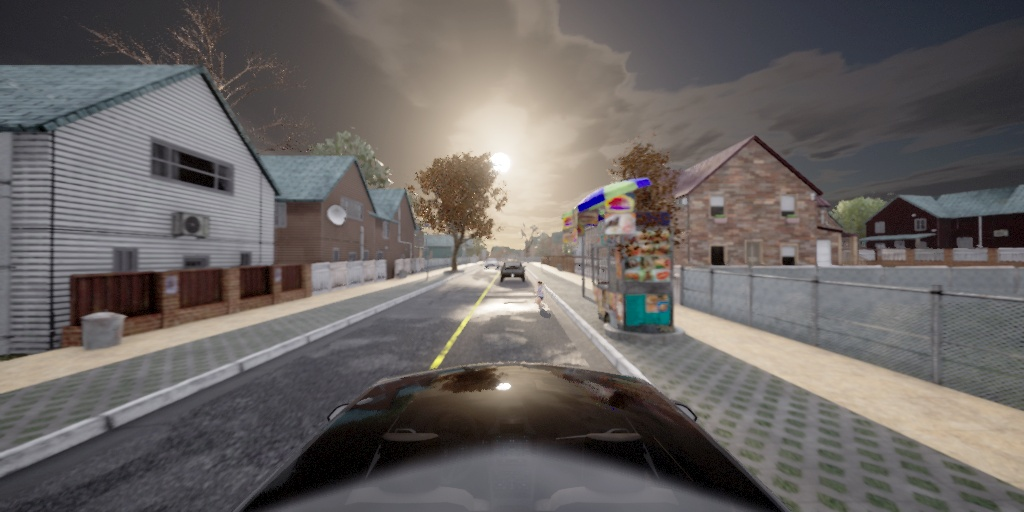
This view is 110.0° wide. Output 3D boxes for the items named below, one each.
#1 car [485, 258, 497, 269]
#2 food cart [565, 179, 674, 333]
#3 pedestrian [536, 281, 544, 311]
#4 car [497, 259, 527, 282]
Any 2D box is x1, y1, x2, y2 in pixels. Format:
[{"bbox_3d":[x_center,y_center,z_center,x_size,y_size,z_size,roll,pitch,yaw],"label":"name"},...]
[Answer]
[{"bbox_3d":[-2.826,1.049,51.276,1.812,1.442,4.674,0,0,0],"label":"car"},{"bbox_3d":[3.009,0.158,9.786,2.280,3.560,4.660,0,0,0],"label":"food cart"},{"bbox_3d":[1.038,1.350,12.594,0.500,1.100,0.500,1,-1,-1],"label":"pedestrian"},{"bbox_3d":[0.065,1.099,27.199,1.837,1.490,4.892,0,0,1],"label":"car"}]
